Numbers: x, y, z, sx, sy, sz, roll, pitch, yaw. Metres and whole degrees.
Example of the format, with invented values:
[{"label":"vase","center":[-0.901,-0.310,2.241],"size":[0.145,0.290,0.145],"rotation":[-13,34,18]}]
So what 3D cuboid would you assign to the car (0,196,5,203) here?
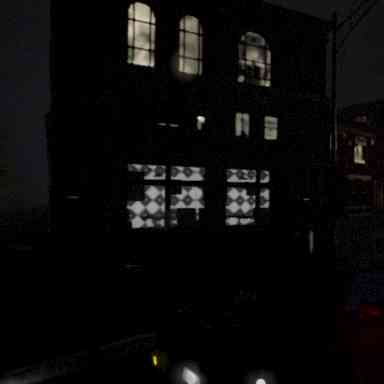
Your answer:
[{"label":"car","center":[-44.968,1.554,77.465],"size":[2.192,1.841,5.009],"rotation":[1,-1,-23]}]

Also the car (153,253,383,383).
[{"label":"car","center":[1.611,1.563,4.284],"size":[4.181,1.385,1.994],"rotation":[0,0,-36]}]
